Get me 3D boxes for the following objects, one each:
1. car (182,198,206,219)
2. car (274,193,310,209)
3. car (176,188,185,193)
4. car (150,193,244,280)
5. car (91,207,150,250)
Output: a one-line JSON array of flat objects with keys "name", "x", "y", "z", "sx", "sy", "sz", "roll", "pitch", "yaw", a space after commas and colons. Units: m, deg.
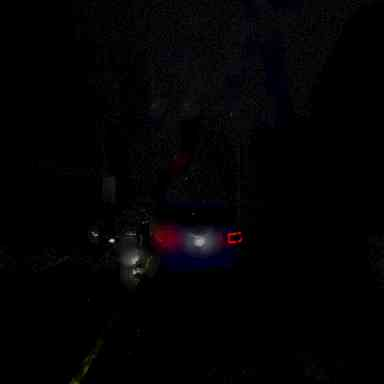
[{"name": "car", "x": 0.102, "y": 1.308, "z": 27.571, "sx": 1.837, "sy": 1.490, "sz": 4.892, "roll": 0, "pitch": 0, "yaw": -1}, {"name": "car", "x": 12.780, "y": 1.064, "z": 40.873, "sx": 5.009, "sy": 1.841, "sz": 2.192, "roll": 1, "pitch": 0, "yaw": 0}, {"name": "car", "x": -2.628, "y": -0.199, "z": 76.047, "sx": 2.097, "sy": 1.767, "sz": 4.553, "roll": 0, "pitch": 2, "yaw": 0}, {"name": "car", "x": 0.110, "y": 1.191, "z": 10.019, "sx": 2.150, "sy": 2.045, "sz": 5.566, "roll": 0, "pitch": 0, "yaw": -2}, {"name": "car", "x": -2.822, "y": 1.454, "z": 14.173, "sx": 1.837, "sy": 1.490, "sz": 4.892, "roll": 0, "pitch": 0, "yaw": 0}]
